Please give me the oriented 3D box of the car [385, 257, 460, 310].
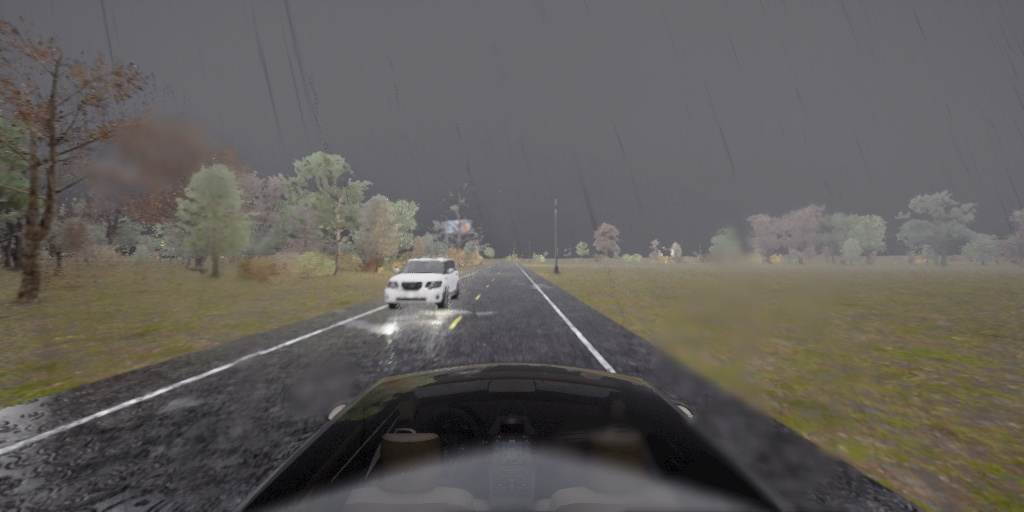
[{"bbox_3d":[-3.594,1.068,15.510,2.150,2.045,5.566,0,0,0],"label":"car"}]
